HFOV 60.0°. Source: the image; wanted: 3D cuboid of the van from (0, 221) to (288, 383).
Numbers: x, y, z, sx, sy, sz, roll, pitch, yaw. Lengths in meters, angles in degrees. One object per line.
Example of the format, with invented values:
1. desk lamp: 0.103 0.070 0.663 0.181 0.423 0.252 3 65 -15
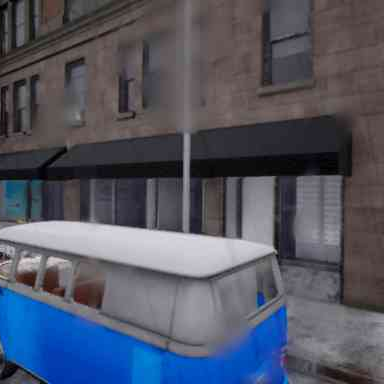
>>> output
1. van: -0.956 1.309 3.797 3.998 1.788 1.690 1 1 36
